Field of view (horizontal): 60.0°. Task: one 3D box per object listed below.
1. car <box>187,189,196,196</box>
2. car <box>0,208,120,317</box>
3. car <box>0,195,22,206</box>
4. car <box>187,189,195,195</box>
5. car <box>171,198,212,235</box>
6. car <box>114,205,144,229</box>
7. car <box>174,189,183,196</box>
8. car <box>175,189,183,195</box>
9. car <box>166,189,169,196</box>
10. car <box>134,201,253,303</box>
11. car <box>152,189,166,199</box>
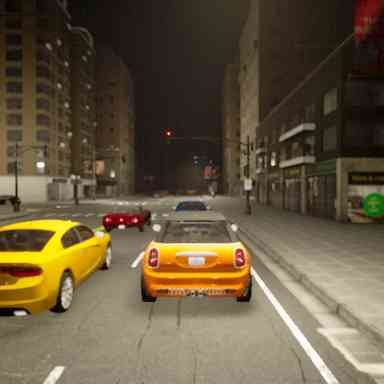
[{"bbox_3d":[-0.196,0.108,81.143,2.097,1.767,4.553,0,1,0],"label":"car"},{"bbox_3d":[-3.168,1.359,7.397,1.882,1.535,5.008,0,1,0],"label":"car"},{"bbox_3d":[-22.243,0.979,38.890,4.313,1.339,1.947,0,1,0],"label":"car"},{"bbox_3d":[-0.220,0.032,91.178,2.033,1.411,5.357,0,1,0],"label":"car"},{"bbox_3d":[-0.042,1.195,17.816,1.882,1.535,5.008,0,1,0],"label":"car"},{"bbox_3d":[-3.293,1.318,17.818,1.895,1.301,4.718,0,1,0],"label":"car"},{"bbox_3d":[-3.444,0.258,80.751,1.837,1.490,4.892,0,1,0],"label":"car"},{"bbox_3d":[-3.470,-0.029,91.170,1.882,1.535,5.008,0,1,0],"label":"car"},{"bbox_3d":[-6.694,0.115,80.594,2.097,1.767,4.553,0,1,0],"label":"car"},{"bbox_3d":[0.079,1.222,8.065,2.097,1.767,4.553,0,1,0],"label":"car"},{"bbox_3d":[-6.675,0.530,64.444,1.812,1.442,4.674,0,1,0],"label":"car"}]
